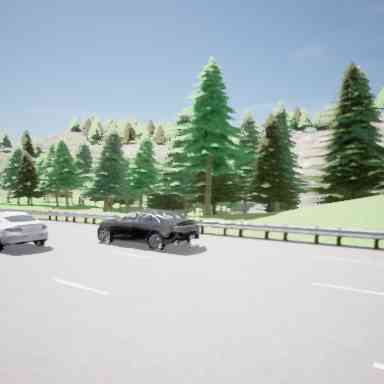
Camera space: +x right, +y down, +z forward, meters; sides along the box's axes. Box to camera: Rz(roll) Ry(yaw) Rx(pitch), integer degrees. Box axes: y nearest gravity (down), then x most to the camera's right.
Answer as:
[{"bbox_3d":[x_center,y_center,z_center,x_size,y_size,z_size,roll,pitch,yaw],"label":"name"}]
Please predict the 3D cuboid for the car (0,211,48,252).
[{"bbox_3d":[-7.856,1.524,13.898,4.674,1.442,1.812,0,0,36],"label":"car"}]

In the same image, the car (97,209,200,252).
[{"bbox_3d":[-1.969,1.490,13.998,4.902,1.511,2.128,0,0,36],"label":"car"}]
